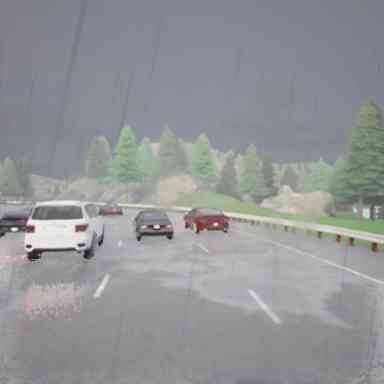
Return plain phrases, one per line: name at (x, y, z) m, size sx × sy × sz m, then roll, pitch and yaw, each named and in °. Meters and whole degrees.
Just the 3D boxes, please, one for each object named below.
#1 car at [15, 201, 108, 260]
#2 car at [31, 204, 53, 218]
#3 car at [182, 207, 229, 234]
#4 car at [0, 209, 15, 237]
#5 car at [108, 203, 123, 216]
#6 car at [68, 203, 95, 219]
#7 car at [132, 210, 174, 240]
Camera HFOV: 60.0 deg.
car at (-4.788, 1.355, 13.213) m, size 2.150 × 2.045 × 5.566 m, roll 0°, pitch -1°, yaw -9°
car at (-16.259, 1.978, 35.990) m, size 1.895 × 1.301 × 4.718 m, roll 0°, pitch -1°, yaw -27°
car at (0.725, 1.647, 20.560) m, size 1.882 × 1.535 × 5.008 m, roll 0°, pitch -1°, yaw -13°
car at (-9.834, 1.715, 19.615) m, size 1.837 × 1.490 × 4.892 m, roll 0°, pitch -1°, yaw -15°
car at (-9.162, 1.919, 37.322) m, size 1.994 × 1.385 × 4.181 m, roll 0°, pitch 0°, yaw -26°
car at (-11.531, 1.890, 34.518) m, size 2.033 × 1.411 × 5.357 m, roll 0°, pitch 0°, yaw -25°
car at (-2.216, 1.711, 18.150) m, size 2.033 × 1.411 × 5.357 m, roll 0°, pitch 0°, yaw -13°
